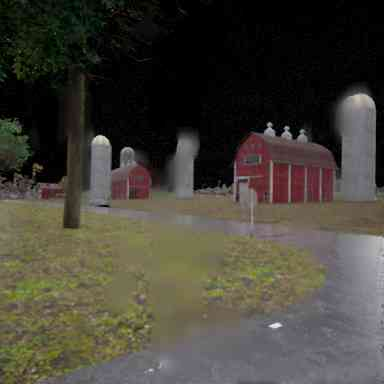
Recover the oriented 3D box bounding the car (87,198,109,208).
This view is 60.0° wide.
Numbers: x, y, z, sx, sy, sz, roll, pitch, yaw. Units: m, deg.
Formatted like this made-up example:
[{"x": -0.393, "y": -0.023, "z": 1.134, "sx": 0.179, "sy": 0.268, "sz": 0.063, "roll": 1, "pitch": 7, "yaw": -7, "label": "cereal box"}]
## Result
[{"x": -13.317, "y": 1.539, "z": 46.981, "sx": 1.994, "sy": 1.385, "sz": 4.181, "roll": 2, "pitch": -1, "yaw": -35, "label": "car"}]
